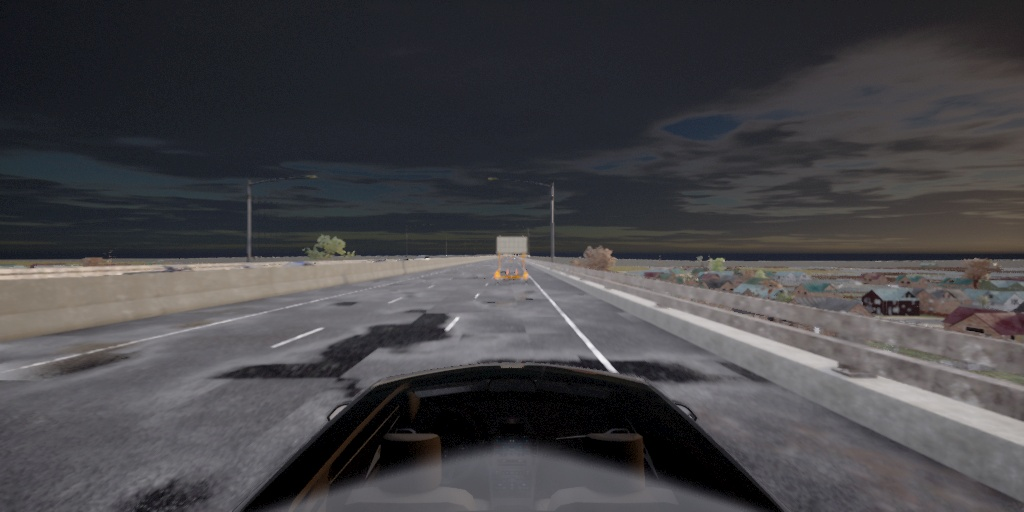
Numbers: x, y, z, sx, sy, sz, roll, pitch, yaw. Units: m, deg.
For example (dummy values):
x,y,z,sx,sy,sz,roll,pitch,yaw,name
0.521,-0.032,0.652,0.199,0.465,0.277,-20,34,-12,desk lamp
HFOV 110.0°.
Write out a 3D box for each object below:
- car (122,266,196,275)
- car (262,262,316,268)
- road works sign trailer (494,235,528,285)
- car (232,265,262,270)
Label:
x,y,z,sx,sy,sz,roll,pitch,yaw,name
-24.592,1.353,25.553,1.895,1.301,4.718,0,0,0,car
-17.582,1.230,29.376,1.882,1.535,5.008,0,0,0,car
-0.008,0.219,26.443,2.380,3.560,2.880,0,0,0,road works sign trailer
-21.087,1.353,28.414,1.895,1.301,4.718,0,0,0,car
